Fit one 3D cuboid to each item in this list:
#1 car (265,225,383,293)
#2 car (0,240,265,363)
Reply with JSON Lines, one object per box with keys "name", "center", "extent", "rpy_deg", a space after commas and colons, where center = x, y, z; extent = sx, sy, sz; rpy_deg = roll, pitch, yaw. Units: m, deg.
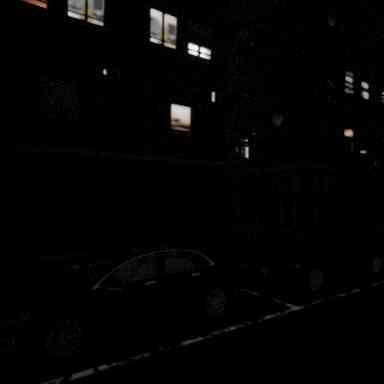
{"name": "car", "center": [3.534, 1.628, 9.075], "extent": [4.507, 1.381, 1.887], "rpy_deg": [1, 0, -35]}
{"name": "car", "center": [-1.056, 1.576, 5.804], "extent": [4.403, 1.369, 2.008], "rpy_deg": [1, 0, -35]}
